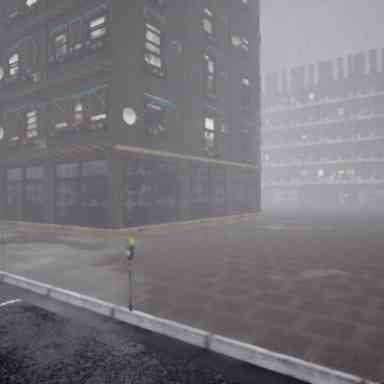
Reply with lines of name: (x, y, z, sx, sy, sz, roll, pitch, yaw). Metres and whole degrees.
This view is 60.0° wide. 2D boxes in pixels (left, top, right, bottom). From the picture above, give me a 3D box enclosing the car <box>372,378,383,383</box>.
car: (2.445, 1.448, 0.989, 4.097, 1.590, 1.967, 0, 0, 36)
